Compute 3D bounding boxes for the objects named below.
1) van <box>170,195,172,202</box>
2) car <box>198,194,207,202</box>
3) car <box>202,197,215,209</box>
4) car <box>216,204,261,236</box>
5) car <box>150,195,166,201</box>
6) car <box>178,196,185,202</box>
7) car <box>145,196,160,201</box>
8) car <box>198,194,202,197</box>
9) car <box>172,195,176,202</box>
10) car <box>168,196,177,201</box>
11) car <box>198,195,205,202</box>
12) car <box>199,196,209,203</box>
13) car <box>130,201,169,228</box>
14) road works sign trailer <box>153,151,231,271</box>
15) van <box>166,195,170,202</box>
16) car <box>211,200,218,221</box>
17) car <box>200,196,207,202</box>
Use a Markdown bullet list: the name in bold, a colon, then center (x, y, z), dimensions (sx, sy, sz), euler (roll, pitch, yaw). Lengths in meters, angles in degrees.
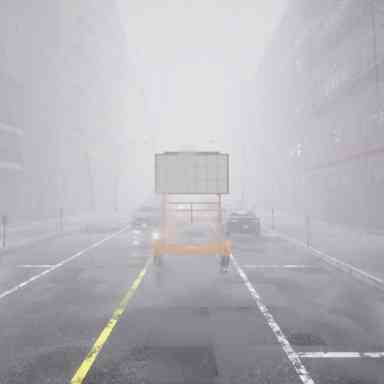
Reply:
- **van**: center (-5.263, 1.480, 62.601), dimensions (1.690, 1.788, 3.998), euler (1, 0, 0)
- **car**: center (2.594, 1.551, 84.659), dimensions (2.192, 1.841, 5.009), euler (1, 0, 0)
- **car**: center (2.603, 1.613, 40.411), dimensions (1.887, 1.381, 4.507), euler (1, 0, 0)
- **car**: center (2.593, 1.565, 18.289), dimensions (1.887, 1.381, 4.507), euler (1, 0, 0)
- **car**: center (-5.269, 1.399, 46.010), dimensions (2.192, 1.841, 5.009), euler (2, 0, 0)
- **car**: center (-2.711, 1.753, 83.010), dimensions (1.812, 1.442, 4.674), euler (0, 0, 0)
- **car**: center (-5.277, 1.594, 40.308), dimensions (1.752, 1.417, 4.829), euler (2, 0, 0)
- **car**: center (2.616, 1.706, 68.064), dimensions (1.887, 1.381, 4.507), euler (1, 0, 0)
- **car**: center (-5.257, 1.501, 73.661), dimensions (2.192, 1.841, 5.009), euler (1, 0, 0)
- **car**: center (-5.255, 1.830, 90.253), dimensions (1.947, 1.339, 4.313), euler (1, 0, 0)
- **car**: center (2.613, 1.684, 62.535), dimensions (1.887, 1.381, 4.507), euler (1, 0, 0)
- **car**: center (2.628, 1.625, 73.597), dimensions (1.967, 1.590, 4.097), euler (1, 0, 0)
- **car**: center (-2.838, 1.574, 22.518), dimensions (2.033, 1.411, 5.357), euler (0, 0, 0)
- **road works sign trailer**: center (-0.005, 0.474, 10.978), dimensions (2.380, 3.560, 2.880), euler (0, 0, 0)
- **van**: center (-5.264, 1.459, 57.069), dimensions (1.690, 1.788, 3.998), euler (2, 0, 0)
- **car**: center (2.596, 1.555, 23.991), dimensions (1.752, 1.417, 4.829), euler (1, 0, 0)
- **car**: center (2.605, 1.634, 45.943), dimensions (2.008, 1.369, 4.403), euler (1, 0, 0)
